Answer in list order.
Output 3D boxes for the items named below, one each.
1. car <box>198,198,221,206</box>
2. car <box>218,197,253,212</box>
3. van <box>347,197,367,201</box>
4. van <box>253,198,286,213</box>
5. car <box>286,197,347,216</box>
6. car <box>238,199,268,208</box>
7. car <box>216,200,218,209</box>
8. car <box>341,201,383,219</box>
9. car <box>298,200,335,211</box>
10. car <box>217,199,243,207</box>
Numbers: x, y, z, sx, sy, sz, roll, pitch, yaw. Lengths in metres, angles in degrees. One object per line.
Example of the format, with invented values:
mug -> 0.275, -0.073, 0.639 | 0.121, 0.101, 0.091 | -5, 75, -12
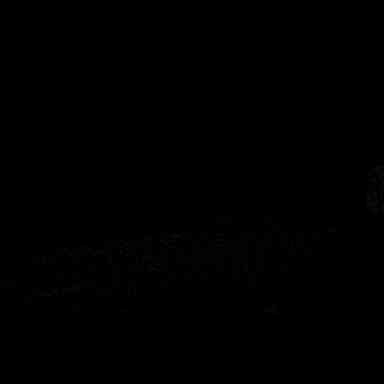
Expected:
car -> 3.241, 1.929, 62.631 | 2.008, 1.369, 4.403 | -1, 0, -36
car -> 6.208, 1.627, 43.806 | 2.192, 1.841, 5.009 | -1, 0, -36
van -> 19.742, 1.456, 39.526 | 1.690, 1.788, 3.998 | -1, 0, -36
van -> 9.510, 1.599, 39.185 | 1.690, 1.788, 3.998 | -1, 0, -36
car -> 12.810, 1.517, 34.563 | 2.192, 1.841, 5.009 | -1, 0, -36
car -> 9.744, 1.803, 53.528 | 1.752, 1.417, 4.829 | -1, 0, -36
car -> 2.911, 1.915, 48.428 | 2.008, 1.369, 4.403 | -1, 0, -36
car -> 16.118, 1.727, 29.942 | 1.802, 1.307, 4.206 | -1, 0, -36
car -> 16.446, 1.736, 44.148 | 1.947, 1.339, 4.313 | -1, 0, -36
car -> 6.542, 1.872, 58.011 | 1.887, 1.381, 4.507 | -1, 0, -36
